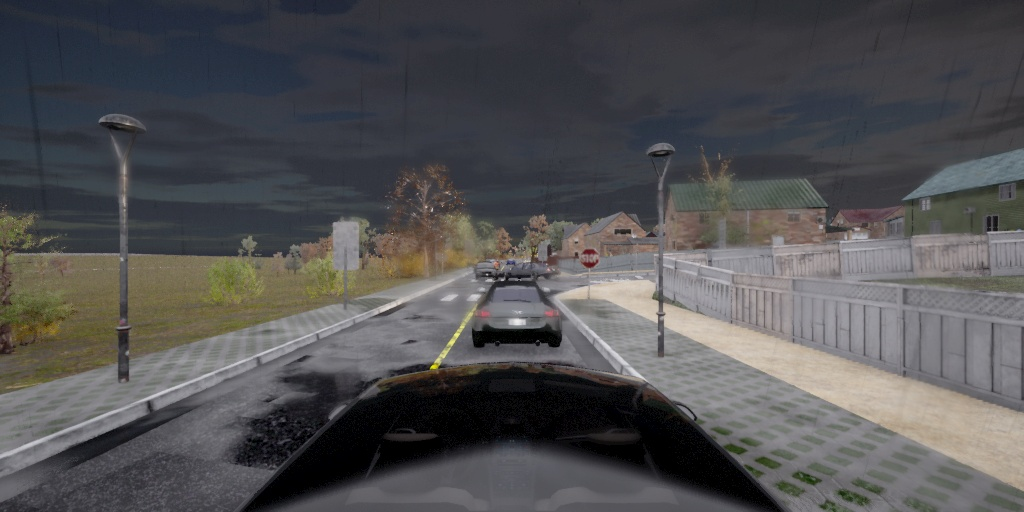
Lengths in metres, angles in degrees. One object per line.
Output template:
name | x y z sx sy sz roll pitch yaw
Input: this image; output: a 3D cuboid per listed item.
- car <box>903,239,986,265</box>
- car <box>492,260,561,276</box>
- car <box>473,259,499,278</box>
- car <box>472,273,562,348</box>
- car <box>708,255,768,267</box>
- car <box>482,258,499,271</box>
car | 23.836 -0.208 20.318 4.902 1.511 2.128 -3 0 14
car | 1.262 1.198 28.300 5.357 1.411 2.033 -4 -3 43
car | -2.334 1.258 31.201 1.837 1.490 4.892 0 0 -8
car | 0.081 1.313 9.282 1.994 1.385 4.181 0 0 -1
car | 14.329 0.413 22.714 4.181 1.385 1.994 -3 0 16
car | -2.986 1.121 51.017 2.097 1.767 4.553 0 0 0
